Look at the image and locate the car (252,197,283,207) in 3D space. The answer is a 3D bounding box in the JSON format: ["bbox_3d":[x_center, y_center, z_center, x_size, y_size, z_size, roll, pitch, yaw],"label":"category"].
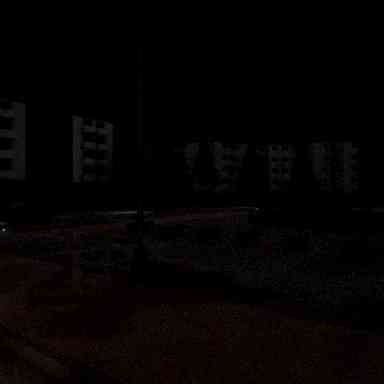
[{"bbox_3d":[11.313,1.561,49.839,4.892,1.490,1.837,0,0,-21],"label":"car"}]

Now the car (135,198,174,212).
[{"bbox_3d":[-4.427,1.477,39.732,5.008,1.535,1.882,0,0,-43],"label":"car"}]

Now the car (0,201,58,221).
[{"bbox_3d":[-13.688,1.504,27.759,1.837,1.490,4.892,0,0,34],"label":"car"}]
